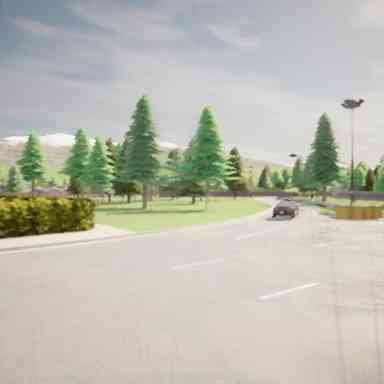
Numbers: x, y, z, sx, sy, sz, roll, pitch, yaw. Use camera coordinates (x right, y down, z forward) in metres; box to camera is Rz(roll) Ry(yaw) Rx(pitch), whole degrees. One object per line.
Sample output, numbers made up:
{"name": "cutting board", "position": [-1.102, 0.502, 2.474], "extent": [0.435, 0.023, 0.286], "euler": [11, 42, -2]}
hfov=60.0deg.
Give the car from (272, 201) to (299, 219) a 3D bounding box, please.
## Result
{"name": "car", "position": [8.456, 1.576, 29.931], "extent": [1.812, 1.442, 4.674], "euler": [0, 0, 24]}
